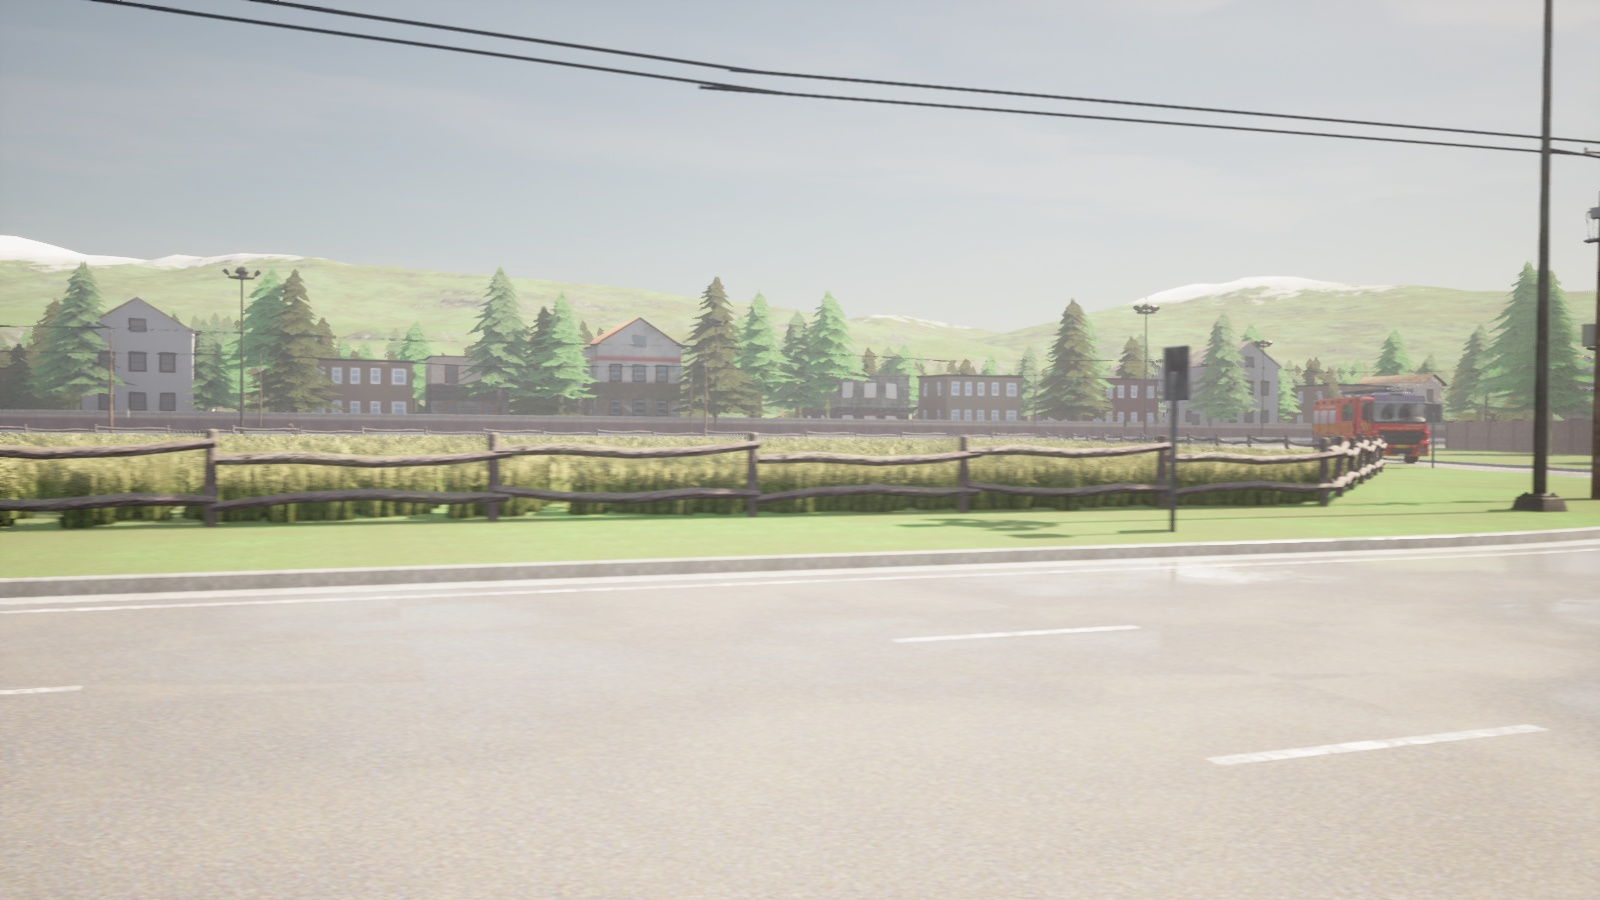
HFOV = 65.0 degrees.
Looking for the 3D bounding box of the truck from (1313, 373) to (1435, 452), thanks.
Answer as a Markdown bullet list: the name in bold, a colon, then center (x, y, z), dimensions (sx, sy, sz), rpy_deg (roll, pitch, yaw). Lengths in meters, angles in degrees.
- **truck**: center (29.965, -1.928, 65.995), dimensions (2.891, 3.827, 8.468), rpy_deg (-1, 1, 3)
